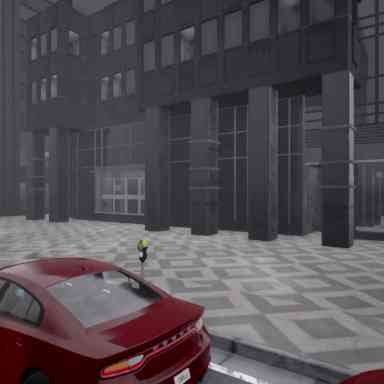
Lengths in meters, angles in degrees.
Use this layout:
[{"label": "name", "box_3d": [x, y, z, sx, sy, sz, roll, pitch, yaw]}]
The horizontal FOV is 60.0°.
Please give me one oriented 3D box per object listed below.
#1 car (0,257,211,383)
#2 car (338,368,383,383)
[{"label": "car", "box_3d": [-1.905, 1.545, 4.311, 4.507, 1.381, 1.887, 0, 0, 35]}, {"label": "car", "box_3d": [2.691, 1.545, 1.048, 4.507, 1.381, 1.887, 0, 0, 35]}]
